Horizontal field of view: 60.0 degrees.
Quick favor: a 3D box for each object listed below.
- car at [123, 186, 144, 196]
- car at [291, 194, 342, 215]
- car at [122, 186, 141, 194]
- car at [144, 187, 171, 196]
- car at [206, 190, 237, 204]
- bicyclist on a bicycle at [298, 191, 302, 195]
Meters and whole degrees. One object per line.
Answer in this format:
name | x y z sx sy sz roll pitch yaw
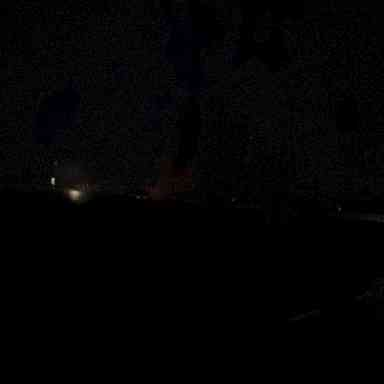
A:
car | -9.302 -0.163 54.591 2.033 1.411 5.357 0 2 -35
car | 9.928 0.979 27.548 2.128 1.511 4.902 0 2 -36
car | -11.387 -0.385 62.262 1.994 1.385 4.181 0 2 -36
car | -5.293 -0.118 53.824 1.882 1.535 5.008 0 2 -35
car | 2.965 0.536 37.291 2.128 1.511 4.902 0 2 -36
bicyclist on a bicycle | 11.542 0.769 35.583 1.656 1.620 0.582 1 1 -36
